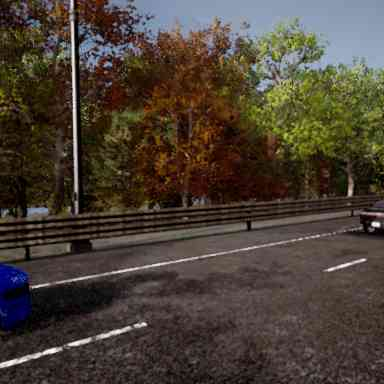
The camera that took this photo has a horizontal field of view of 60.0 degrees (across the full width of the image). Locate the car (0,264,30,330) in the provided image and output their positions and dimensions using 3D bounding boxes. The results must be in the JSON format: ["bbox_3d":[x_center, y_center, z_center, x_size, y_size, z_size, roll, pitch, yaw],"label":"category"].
[{"bbox_3d":[-4.926,1.495,4.441,5.008,1.535,1.882,0,2,-36],"label":"car"}]

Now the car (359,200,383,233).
[{"bbox_3d":[9.527,1.065,15.158,4.902,1.511,2.128,-2,1,-37],"label":"car"}]
